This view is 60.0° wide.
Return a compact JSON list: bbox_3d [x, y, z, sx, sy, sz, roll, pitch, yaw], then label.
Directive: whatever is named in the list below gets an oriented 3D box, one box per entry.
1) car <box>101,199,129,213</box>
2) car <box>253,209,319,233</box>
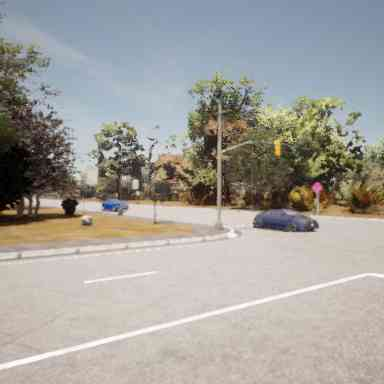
[{"bbox_3d":[-9.495,1.631,41.007,1.882,1.535,5.008,1,0,-38],"label":"car"},{"bbox_3d":[5.982,1.775,21.479,1.994,1.385,4.181,1,0,-38],"label":"car"}]
